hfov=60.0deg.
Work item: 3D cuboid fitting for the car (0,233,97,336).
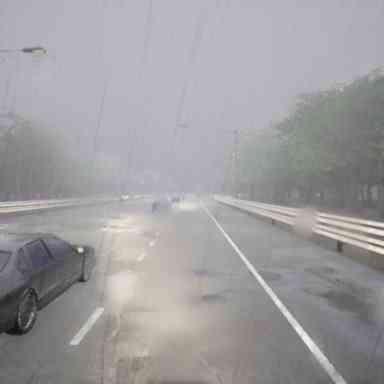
[{"bbox_3d":[-3.500,1.546,6.616,2.033,1.411,5.357,0,0,0],"label":"car"}]

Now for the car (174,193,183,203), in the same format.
[{"bbox_3d":[-3.323,1.506,67.274,1.837,1.490,4.892,0,0,0],"label":"car"}]

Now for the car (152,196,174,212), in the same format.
[{"bbox_3d":[-3.429,1.478,38.128,1.882,1.535,5.008,0,0,0],"label":"car"}]

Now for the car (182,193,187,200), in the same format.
[{"bbox_3d":[-3.237,1.221,91.421,2.150,2.045,5.566,0,0,0],"label":"car"}]
